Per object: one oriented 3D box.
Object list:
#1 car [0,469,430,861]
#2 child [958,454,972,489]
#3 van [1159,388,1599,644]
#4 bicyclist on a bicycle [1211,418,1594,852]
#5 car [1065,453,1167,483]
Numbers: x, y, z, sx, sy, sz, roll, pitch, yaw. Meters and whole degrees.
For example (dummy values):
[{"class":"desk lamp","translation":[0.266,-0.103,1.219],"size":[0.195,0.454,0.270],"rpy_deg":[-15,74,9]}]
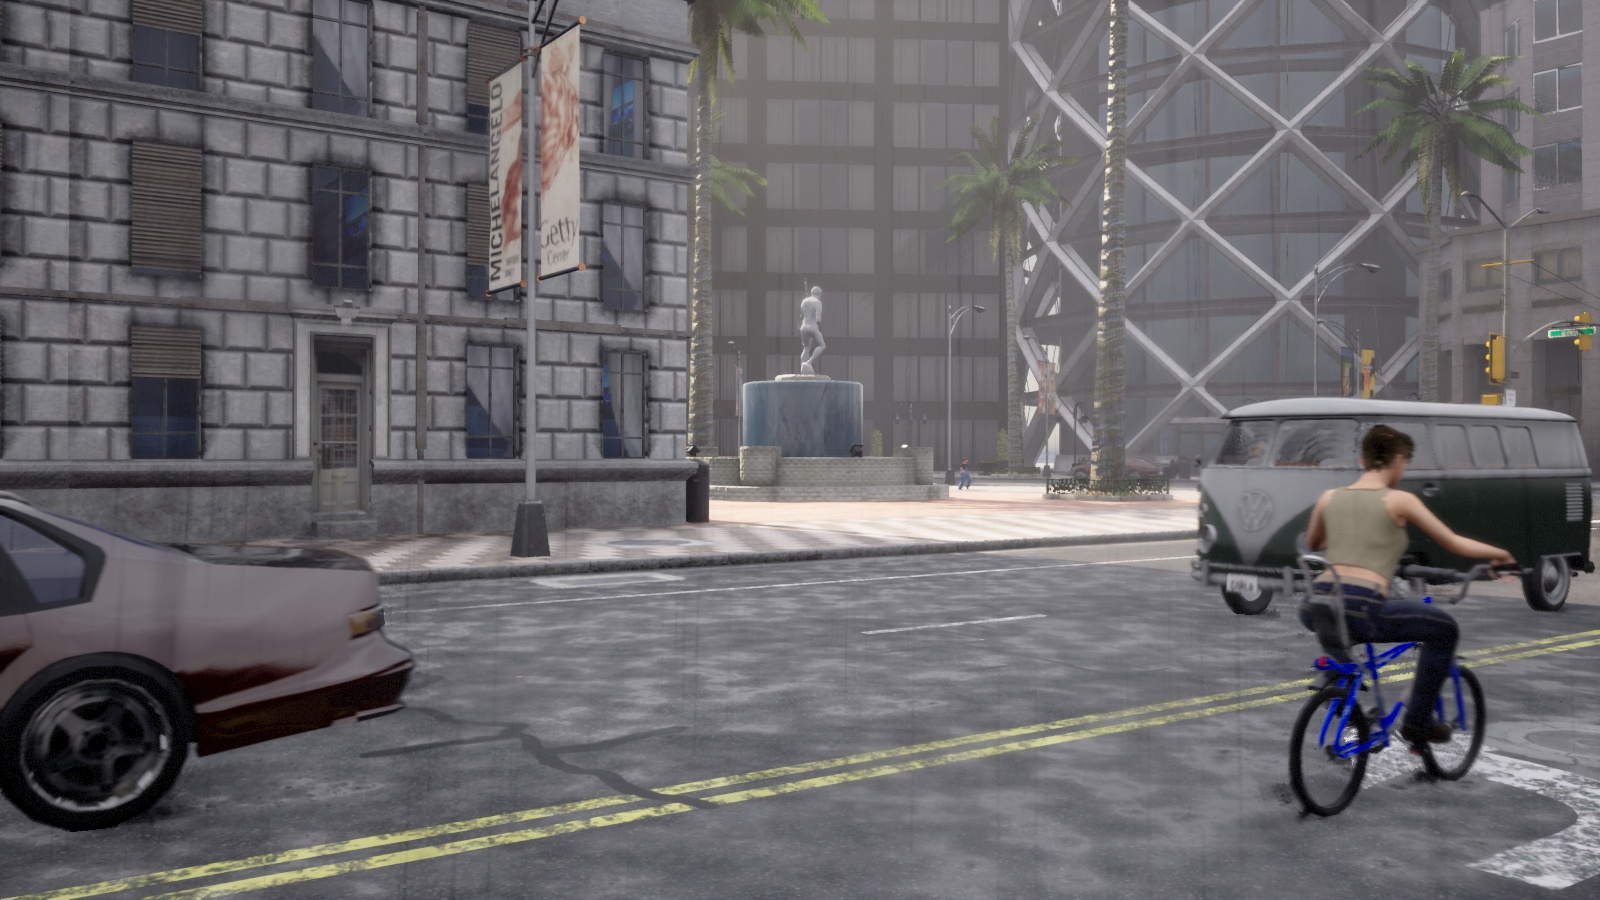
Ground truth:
[{"class":"car","translation":[-4.416,0.814,4.853],"size":[5.357,1.411,2.033],"rpy_deg":[0,0,-35]},{"class":"child","translation":[6.012,0.781,45.766],"size":[0.270,1.263,0.437],"rpy_deg":[0,0,-43]},{"class":"van","translation":[5.535,0.514,11.717],"size":[4.442,1.987,1.775],"rpy_deg":[0,0,-35]},{"class":"bicyclist on a bicycle","translation":[2.631,0.689,5.460],"size":[1.509,1.612,0.866],"rpy_deg":[0,0,-35]},{"class":"car","translation":[16.001,0.893,63.760],"size":[4.674,1.442,1.812],"rpy_deg":[0,0,35]}]
